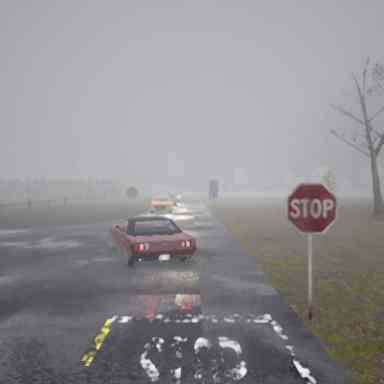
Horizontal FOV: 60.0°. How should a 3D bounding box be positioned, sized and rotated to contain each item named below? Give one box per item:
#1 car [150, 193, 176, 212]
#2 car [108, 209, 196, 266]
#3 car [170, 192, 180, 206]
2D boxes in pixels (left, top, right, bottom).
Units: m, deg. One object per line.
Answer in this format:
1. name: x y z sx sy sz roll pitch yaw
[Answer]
1. car: -2.831 1.129 32.007 1.882 1.535 5.008 0 1 0
2. car: -1.592 1.479 11.193 1.895 1.301 4.718 0 1 -22
3. car: -2.818 1.046 41.961 1.837 1.490 4.892 0 0 0
